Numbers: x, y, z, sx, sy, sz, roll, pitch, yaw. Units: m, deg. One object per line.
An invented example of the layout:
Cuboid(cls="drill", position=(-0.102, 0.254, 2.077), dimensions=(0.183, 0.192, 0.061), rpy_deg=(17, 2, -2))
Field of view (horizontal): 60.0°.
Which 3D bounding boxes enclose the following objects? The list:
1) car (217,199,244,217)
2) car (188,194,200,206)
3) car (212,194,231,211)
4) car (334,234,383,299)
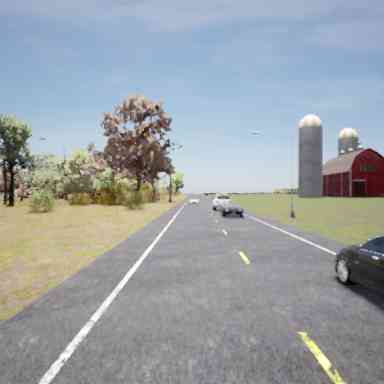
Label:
Cuboid(cls="car", position=(3.745, 1.658, 31.962), dimensions=(1.895, 1.301, 4.718), rpy_deg=(0, 0, 1))
Cuboid(cls="car", position=(0.380, 1.579, 57.308), dimensions=(1.812, 1.442, 4.674), rpy_deg=(0, 0, 0))
Cuboid(cls="car", position=(3.785, 1.290, 42.534), dimensions=(2.150, 2.045, 5.566), rpy_deg=(0, 0, 0))
Cuboid(cls="car", position=(4.581, 1.542, 6.688), dimensions=(1.837, 1.490, 4.892), rpy_deg=(0, 0, 0))
